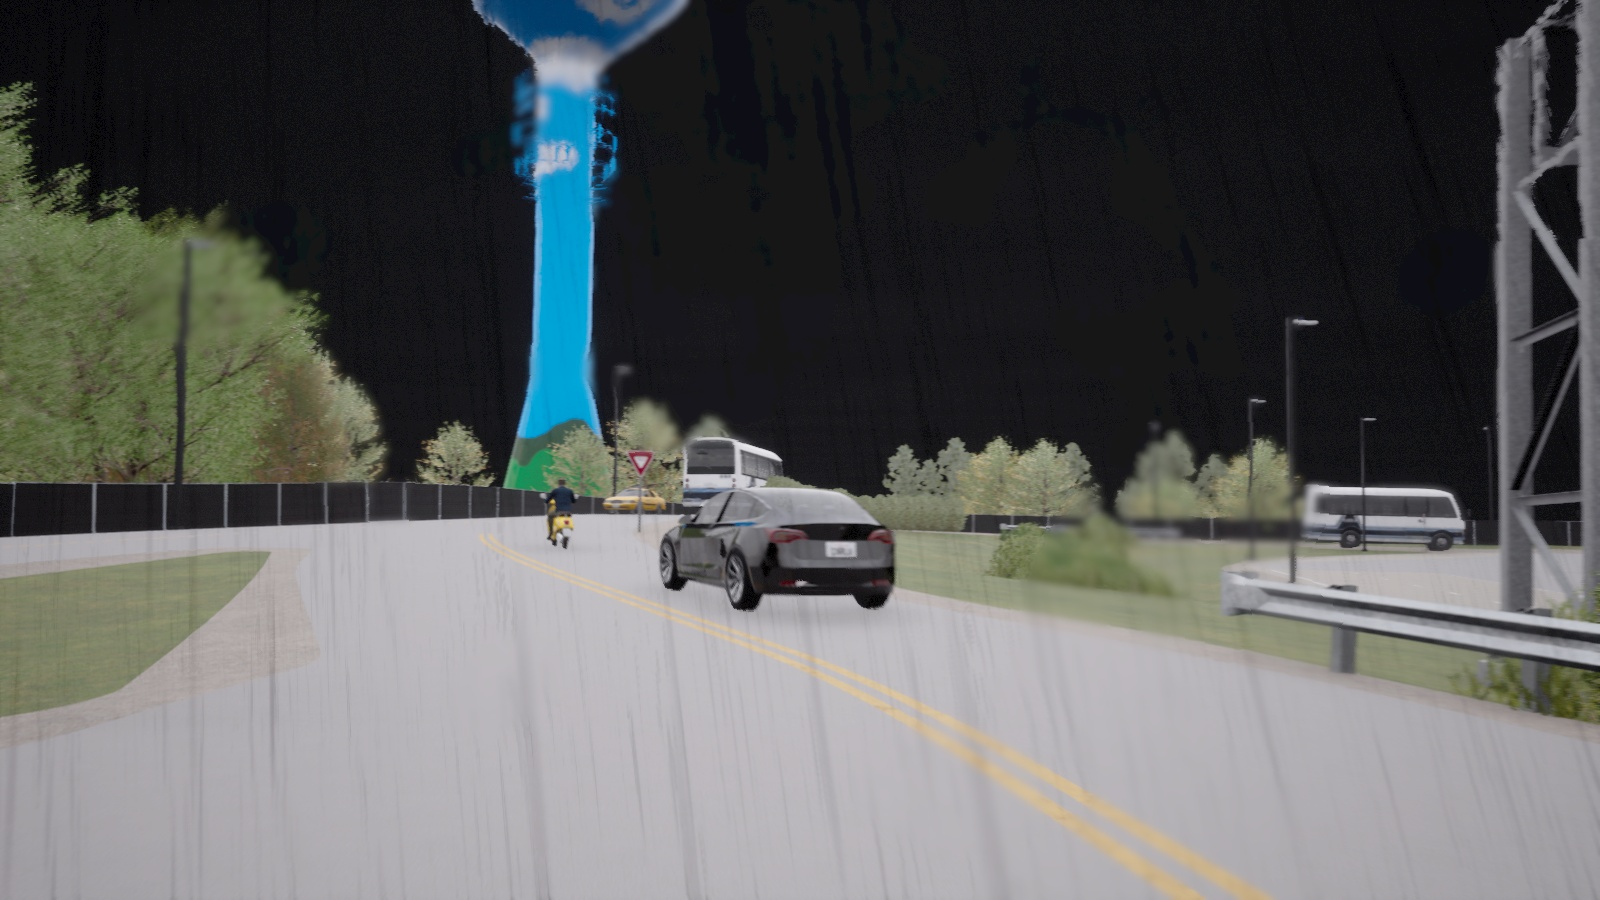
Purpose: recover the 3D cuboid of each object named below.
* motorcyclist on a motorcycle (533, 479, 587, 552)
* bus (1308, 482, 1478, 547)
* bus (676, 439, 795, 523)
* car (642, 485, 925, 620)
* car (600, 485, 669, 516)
[{"bbox_3d":[-5.477,1.476,28.627,0.866,1.590,1.817,2,-2,-21],"label":"motorcyclist on a motorcycle"},{"bbox_3d":[40.855,4.467,87.078,10.273,4.253,3.944,0,-4,19],"label":"bus"},{"bbox_3d":[-3.542,1.987,73.180,3.944,4.253,10.273,-1,-5,14],"label":"bus"},{"bbox_3d":[-0.419,1.239,16.729,2.163,1.488,4.792,2,-2,-22],"label":"car"},{"bbox_3d":[-8.743,2.729,66.730,1.801,1.575,5.366,-1,-3,14],"label":"car"}]
